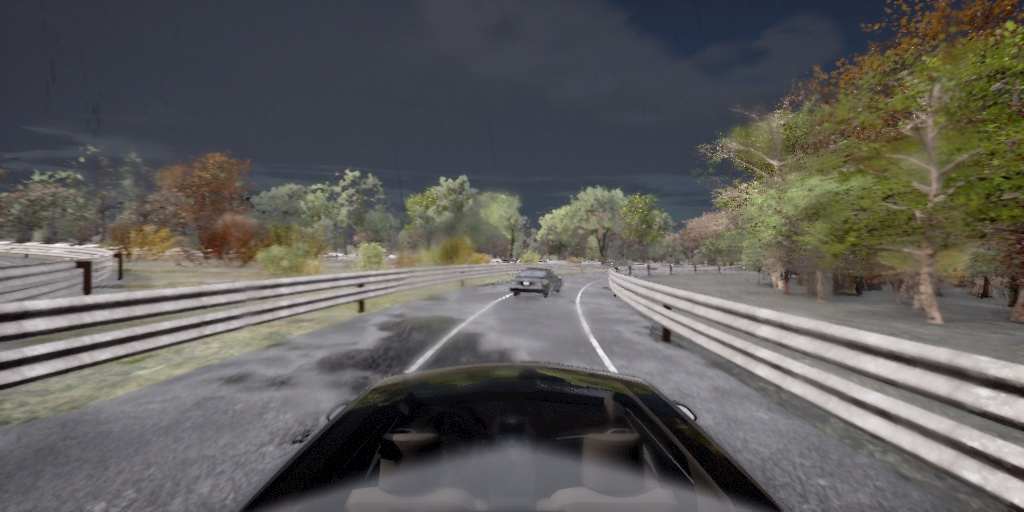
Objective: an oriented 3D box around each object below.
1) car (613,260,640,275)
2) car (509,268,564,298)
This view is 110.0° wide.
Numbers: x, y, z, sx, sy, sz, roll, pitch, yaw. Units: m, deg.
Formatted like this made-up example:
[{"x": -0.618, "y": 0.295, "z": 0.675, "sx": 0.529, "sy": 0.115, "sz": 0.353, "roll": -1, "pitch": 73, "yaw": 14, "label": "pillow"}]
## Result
[{"x": 16.385, "y": 1.589, "z": 51.196, "sx": 2.150, "sy": 2.045, "sz": 5.566, "roll": 1, "pitch": -1, "yaw": 39, "label": "car"}, {"x": 1.447, "y": 1.357, "z": 19.111, "sx": 2.033, "sy": 1.411, "sz": 5.357, "roll": 1, "pitch": 0, "yaw": 18, "label": "car"}]
